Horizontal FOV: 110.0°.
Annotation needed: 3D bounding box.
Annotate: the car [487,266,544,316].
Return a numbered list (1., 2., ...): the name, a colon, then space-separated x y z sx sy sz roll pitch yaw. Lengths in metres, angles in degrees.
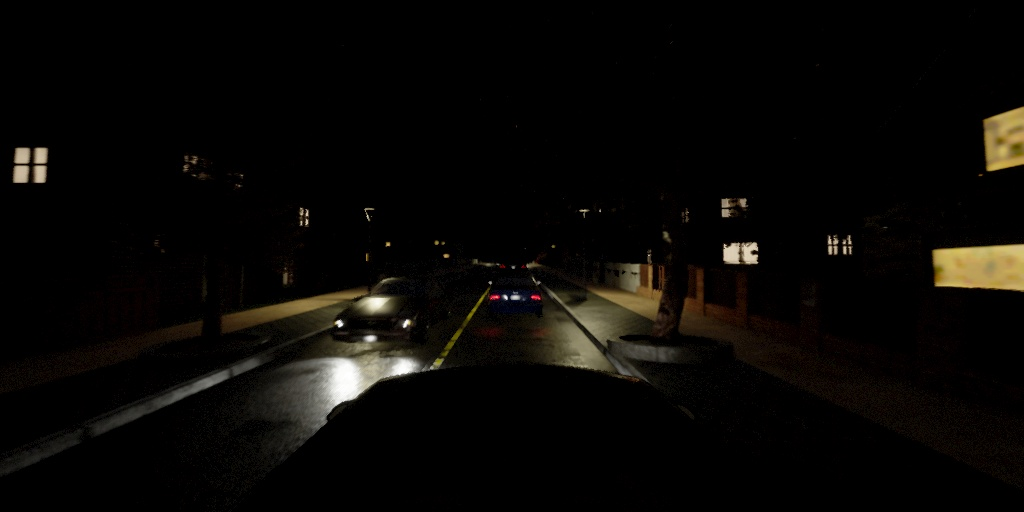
1. car: 0.097 1.268 13.081 2.033 1.411 5.357 0 0 0

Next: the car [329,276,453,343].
1. car: -2.852 1.275 9.882 2.033 1.411 5.357 0 0 0

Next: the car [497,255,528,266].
1. car: 0.094 0.911 28.883 2.150 2.045 5.566 0 0 0

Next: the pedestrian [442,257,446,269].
1. pedestrian: -9.823 1.035 52.079 0.375 1.860 0.375 0 -3 -1
